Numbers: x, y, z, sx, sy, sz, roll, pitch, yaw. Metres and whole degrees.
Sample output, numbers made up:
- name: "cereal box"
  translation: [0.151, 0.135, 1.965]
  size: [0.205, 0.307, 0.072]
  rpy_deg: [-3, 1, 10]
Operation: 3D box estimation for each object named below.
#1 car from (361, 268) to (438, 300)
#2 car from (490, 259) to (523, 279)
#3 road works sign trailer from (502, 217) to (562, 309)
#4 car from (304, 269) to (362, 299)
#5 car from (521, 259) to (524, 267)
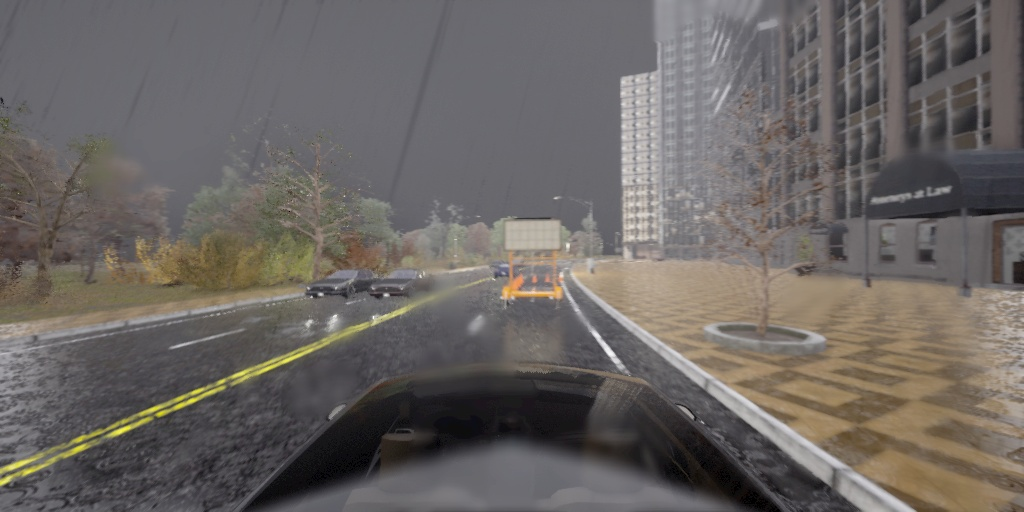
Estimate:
- name: "car"
  translation: [-5.360, 1.352, 18.596]
  size: [2.033, 1.411, 5.357]
  rpy_deg: [-1, 0, 5]
- name: "car"
  translation: [-0.406, 1.271, 32.137]
  size: [1.812, 1.442, 4.674]
  rpy_deg: [-1, 0, 8]
- name: "road works sign trailer"
  translation: [0.884, 0.201, 14.911]
  size: [2.380, 3.560, 2.880]
  rpy_deg: [0, 0, 6]
- name: "car"
  translation: [-8.569, 1.387, 19.144]
  size: [2.033, 1.411, 5.357]
  rpy_deg: [-1, 0, 5]
- name: "car"
  translation: [0.845, 1.201, 59.916]
  size: [1.882, 1.535, 5.008]
  rpy_deg: [-1, 0, 12]
